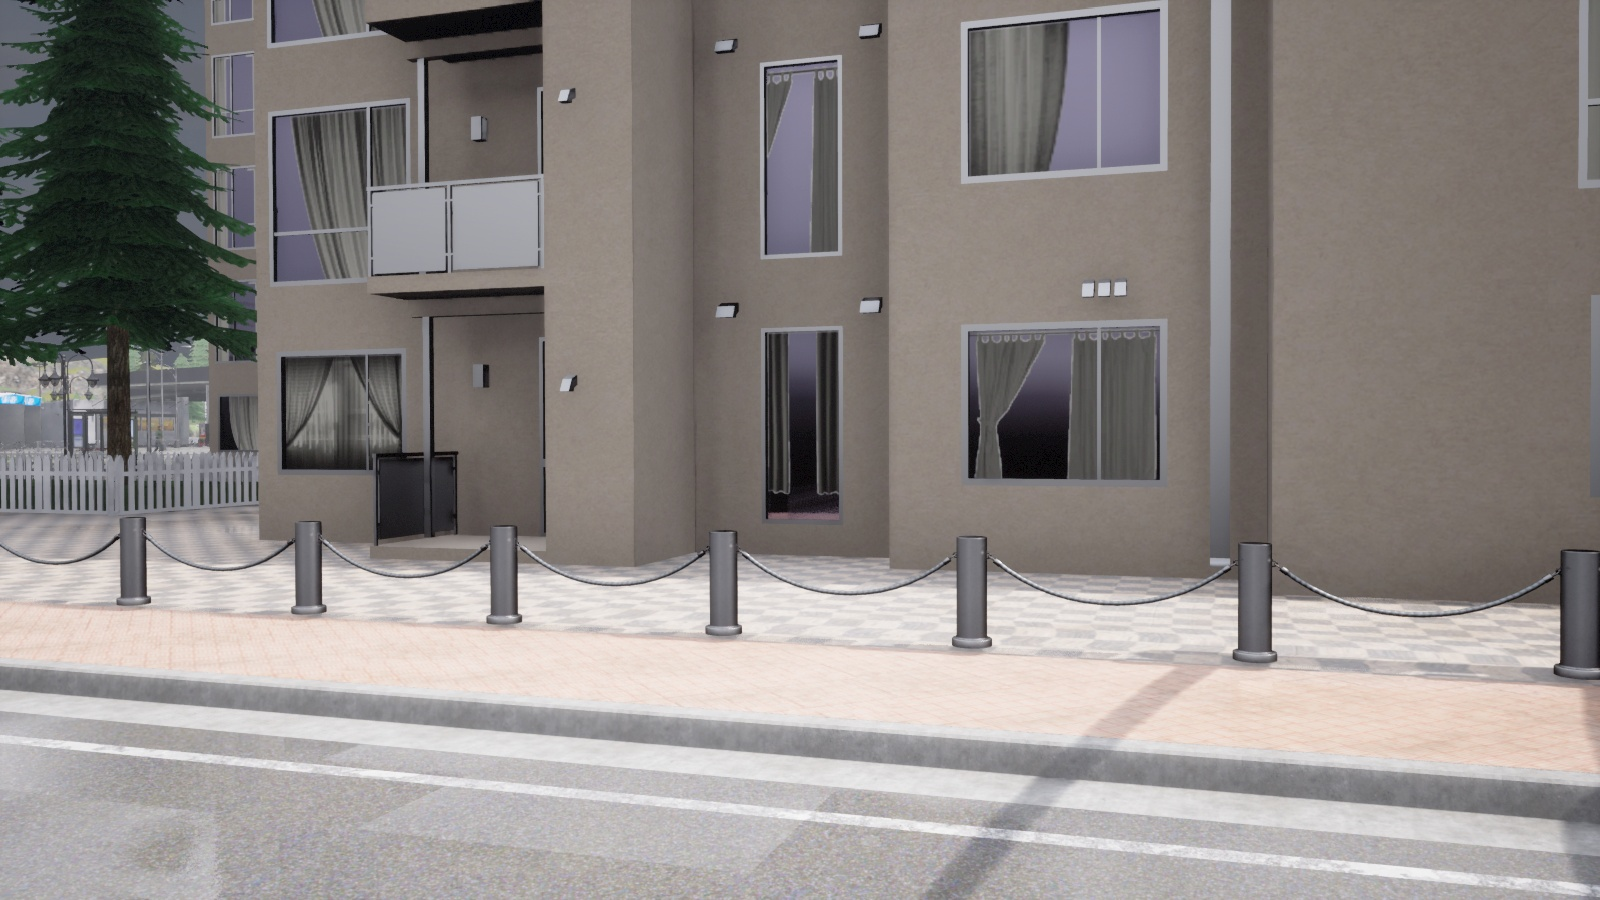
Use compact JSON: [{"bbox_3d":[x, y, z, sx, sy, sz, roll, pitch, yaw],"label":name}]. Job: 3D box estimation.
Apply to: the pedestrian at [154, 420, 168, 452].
[{"bbox_3d":[-37.026,-0.822,72.739,0.614,1.847,0.353,0,1,15],"label":"pedestrian"}]
